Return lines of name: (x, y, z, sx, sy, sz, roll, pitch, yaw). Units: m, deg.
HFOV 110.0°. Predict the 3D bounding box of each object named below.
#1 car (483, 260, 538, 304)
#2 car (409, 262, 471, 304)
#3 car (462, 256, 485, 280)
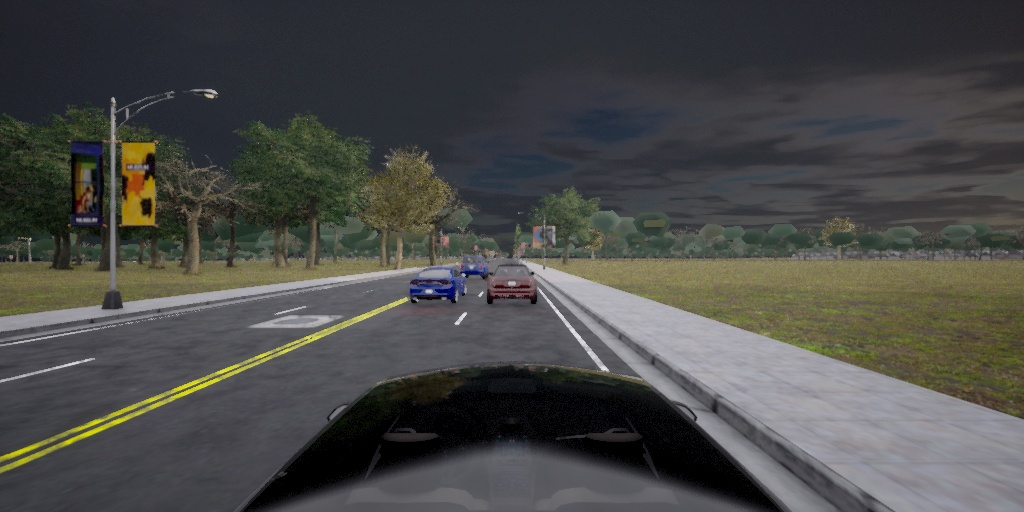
car: (0.000, 1.121, 16.470, 2.097, 1.767, 4.553, 0, 0, 0)
car: (-3.250, 1.240, 16.500, 1.882, 1.535, 5.008, 0, 0, 0)
car: (-3.250, 1.020, 31.530, 2.150, 2.045, 5.566, 0, 0, 0)
